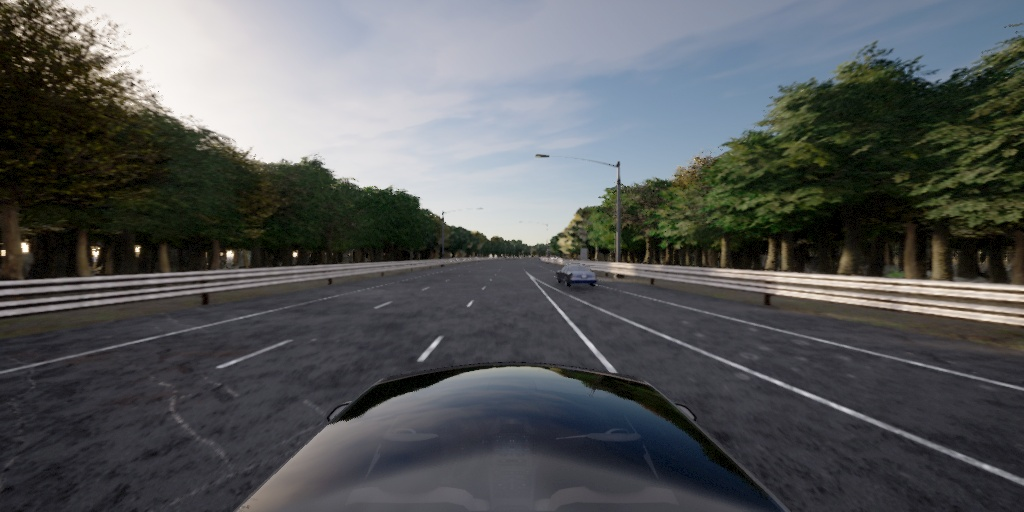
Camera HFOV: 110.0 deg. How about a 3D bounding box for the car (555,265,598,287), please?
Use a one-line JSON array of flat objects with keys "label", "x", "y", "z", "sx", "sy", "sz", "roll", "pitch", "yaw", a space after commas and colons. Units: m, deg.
[{"label": "car", "x": 4.258, "y": 1.293, "z": 24.405, "sx": 2.033, "sy": 1.411, "sz": 5.357, "roll": 0, "pitch": 0, "yaw": -4}]
